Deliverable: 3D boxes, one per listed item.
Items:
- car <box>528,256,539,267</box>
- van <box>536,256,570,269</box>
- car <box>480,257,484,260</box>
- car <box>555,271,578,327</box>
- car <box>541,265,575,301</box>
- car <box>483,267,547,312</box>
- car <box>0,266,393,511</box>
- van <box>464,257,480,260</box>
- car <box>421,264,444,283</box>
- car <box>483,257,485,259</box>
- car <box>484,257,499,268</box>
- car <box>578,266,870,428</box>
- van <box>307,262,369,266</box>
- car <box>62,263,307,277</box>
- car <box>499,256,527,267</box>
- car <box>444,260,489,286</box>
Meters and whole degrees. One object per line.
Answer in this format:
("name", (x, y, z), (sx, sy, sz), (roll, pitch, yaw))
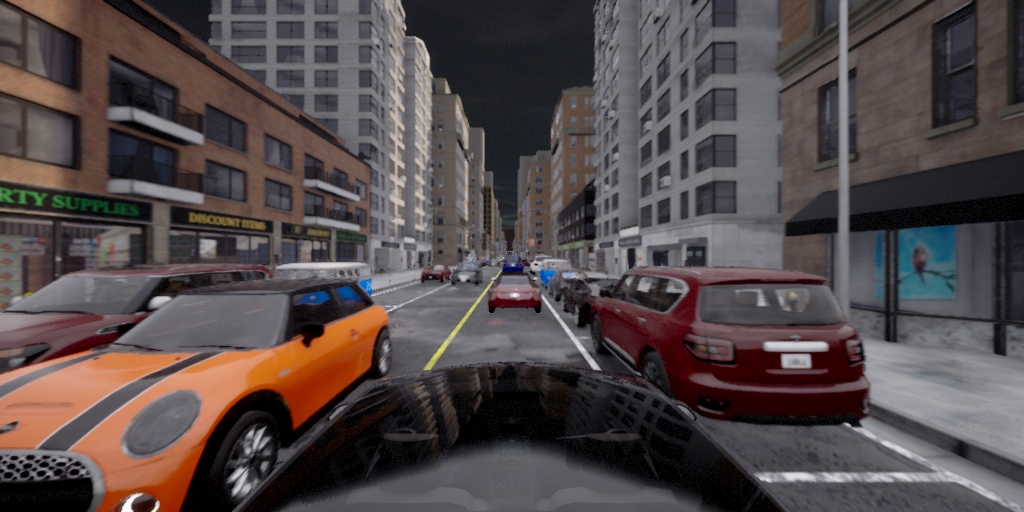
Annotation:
("car", (3.106, 0.975, 37.436), (2.150, 2.045, 5.566), (0, 0, 0))
("van", (2.668, 1.096, 22.509), (1.690, 1.789, 3.998), (0, 0, 0))
("car", (-5.857, 1.297, 56.013), (1.948, 1.339, 4.313), (0, 0, 0))
("car", (2.668, 1.321, 11.337), (1.948, 1.339, 4.313), (0, 0, 0))
("car", (2.668, 1.306, 16.923), (2.007, 1.370, 4.403), (0, 0, 0))
("car", (0.100, 1.320, 14.377), (1.994, 1.385, 4.181), (0, 0, 0))
("car", (-3.099, 1.104, 4.259), (2.097, 1.767, 4.553), (0, 0, 0))
("van", (-5.857, 1.077, 50.427), (1.690, 1.789, 3.998), (0, 0, 0))
("car", (-5.857, 1.297, 28.083), (1.888, 1.381, 4.507), (0, 0, 0))
("car", (-5.857, 1.291, 61.600), (1.948, 1.339, 4.313), (0, 0, 0))
("car", (-3.038, 1.218, 61.287), (2.128, 1.511, 4.902), (0, 0, 1))
("car", (2.668, 1.068, 5.752), (2.192, 1.841, 5.009), (0, 0, 0))
("van", (-5.857, 1.096, 11.323), (1.690, 1.789, 3.998), (0, 0, 0))
("car", (-5.857, 1.067, 5.737), (2.192, 1.841, 5.009), (0, 0, 0))
("car", (0.094, 0.970, 36.894), (2.150, 2.045, 5.566), (0, 0, 0))
("car", (-3.042, 1.246, 25.148), (2.128, 1.511, 4.902), (0, 0, 1))
